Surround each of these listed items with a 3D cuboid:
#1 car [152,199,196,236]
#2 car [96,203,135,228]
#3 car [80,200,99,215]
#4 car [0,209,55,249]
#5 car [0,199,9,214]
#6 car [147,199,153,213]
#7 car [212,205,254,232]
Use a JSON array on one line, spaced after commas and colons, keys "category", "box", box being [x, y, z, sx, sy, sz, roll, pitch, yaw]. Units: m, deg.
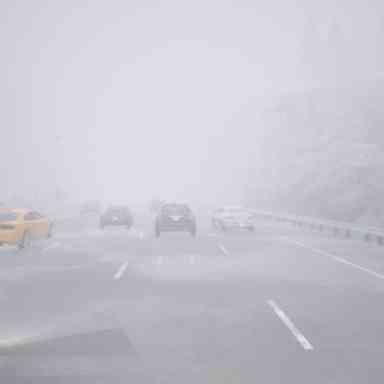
[{"category": "car", "box": [-1.014, 1.353, 18.645, 2.097, 1.767, 4.553, 0, 0, -6]}, {"category": "car", "box": [-4.933, 1.573, 22.295, 1.994, 1.385, 4.181, 0, 0, -7]}, {"category": "car", "box": [-10.389, 1.567, 34.509, 2.033, 1.411, 5.357, 0, 0, -11]}, {"category": "car", "box": [-7.644, 1.493, 14.637, 1.882, 1.535, 5.008, 0, 0, -4]}, {"category": "car", "box": [-21.536, 1.535, 35.536, 2.128, 1.511, 4.902, 0, 0, -12]}, {"category": "car", "box": [-3.883, 1.510, 37.475, 1.837, 1.490, 4.892, 0, 0, -11]}, {"category": "car", "box": [2.381, 1.519, 19.939, 1.812, 1.442, 4.674, 0, 0, -6]}]
